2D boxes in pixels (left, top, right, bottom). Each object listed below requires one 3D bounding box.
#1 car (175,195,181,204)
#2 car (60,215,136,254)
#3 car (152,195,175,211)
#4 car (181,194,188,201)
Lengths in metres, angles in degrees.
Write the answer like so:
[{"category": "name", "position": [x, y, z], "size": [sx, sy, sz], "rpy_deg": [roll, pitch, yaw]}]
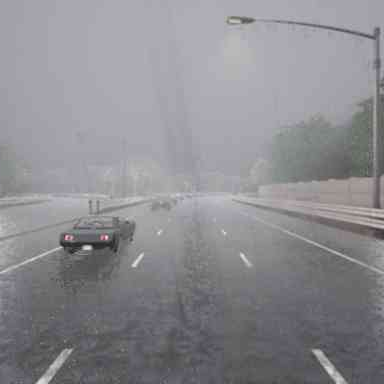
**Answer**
[{"category": "car", "position": [-3.441, 1.457, 58.389], "size": [1.895, 1.301, 4.718], "rpy_deg": [0, 0, 1]}, {"category": "car", "position": [-3.501, 1.564, 13.360], "size": [1.895, 1.301, 4.718], "rpy_deg": [0, 0, 0]}, {"category": "car", "position": [-3.504, 1.248, 39.639], "size": [2.097, 1.767, 4.553], "rpy_deg": [0, 0, 0]}, {"category": "car", "position": [-2.802, 1.346, 76.197], "size": [2.128, 1.511, 4.902], "rpy_deg": [0, 0, 4]}]
